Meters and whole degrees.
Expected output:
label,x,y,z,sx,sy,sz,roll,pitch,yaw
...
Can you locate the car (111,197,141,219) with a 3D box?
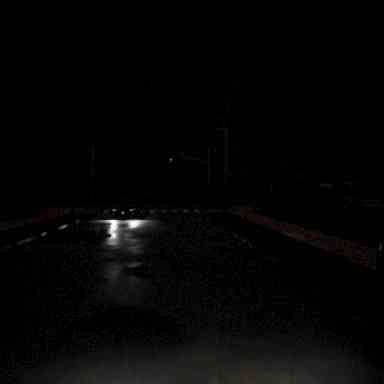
label,x,y,z,sx,sy,sz,roll,pitch,yaw
car,-5.053,1.211,25.911,1.837,1.490,4.892,0,0,-4
